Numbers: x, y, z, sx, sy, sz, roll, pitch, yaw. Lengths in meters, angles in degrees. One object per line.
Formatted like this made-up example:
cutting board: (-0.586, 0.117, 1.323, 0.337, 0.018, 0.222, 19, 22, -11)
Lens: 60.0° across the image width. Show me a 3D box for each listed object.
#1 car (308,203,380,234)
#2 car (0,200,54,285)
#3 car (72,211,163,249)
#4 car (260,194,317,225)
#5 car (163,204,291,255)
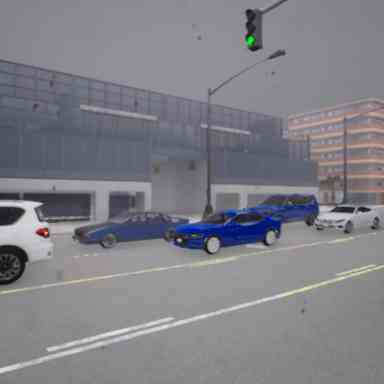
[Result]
car: (8.969, 1.436, 18.977, 4.674, 1.442, 1.812, -1, 0, -35)
car: (-6.361, 1.235, 8.058, 5.566, 2.045, 2.150, 0, 0, -34)
car: (-2.504, 1.589, 15.105, 5.357, 1.411, 2.033, 0, 0, -35)
car: (5.788, 1.165, 21.010, 5.566, 2.045, 2.150, -1, 0, -35)
car: (1.569, 1.490, 13.709, 5.008, 1.535, 1.882, -1, 0, -36)
